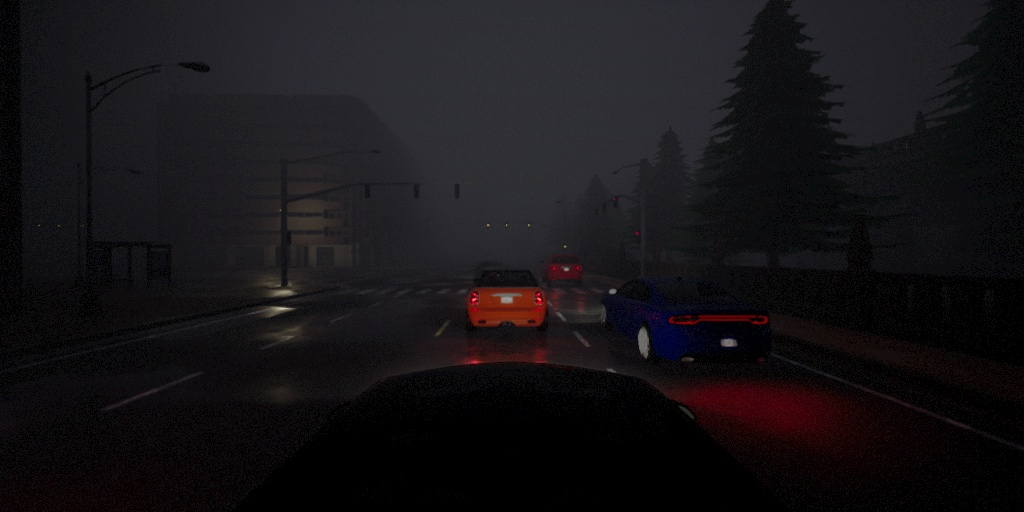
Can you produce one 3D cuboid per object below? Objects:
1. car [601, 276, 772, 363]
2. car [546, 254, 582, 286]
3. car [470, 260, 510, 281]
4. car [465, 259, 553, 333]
[{"bbox_3d":[3.383,1.189,8.047,1.882,1.535,5.008,0,0,0],"label":"car"},{"bbox_3d":[3.173,0.860,23.912,2.150,2.045,5.566,0,1,-1],"label":"car"},{"bbox_3d":[-1.916,1.140,29.062,1.837,1.490,4.892,1,-1,-21],"label":"car"},{"bbox_3d":[-0.135,1.061,10.804,2.097,1.767,4.553,0,1,0],"label":"car"}]
